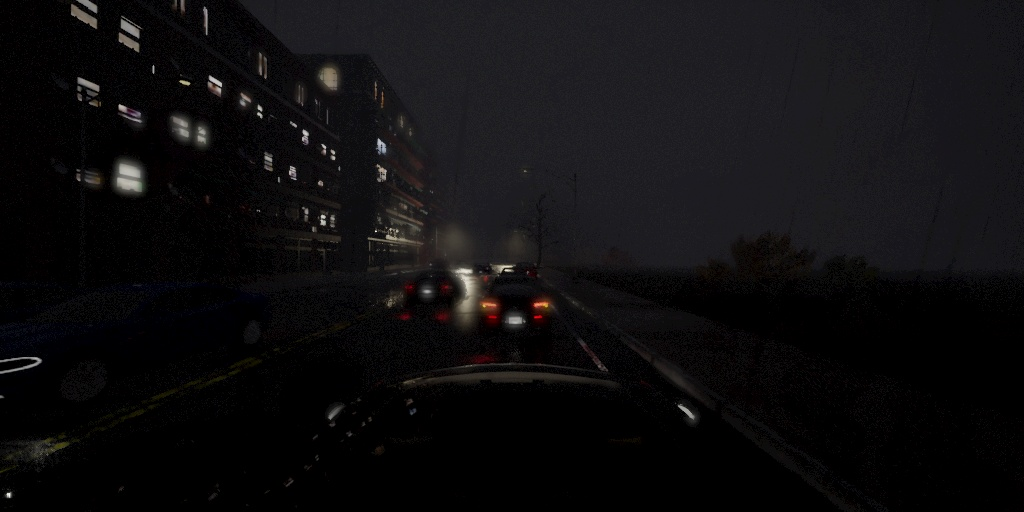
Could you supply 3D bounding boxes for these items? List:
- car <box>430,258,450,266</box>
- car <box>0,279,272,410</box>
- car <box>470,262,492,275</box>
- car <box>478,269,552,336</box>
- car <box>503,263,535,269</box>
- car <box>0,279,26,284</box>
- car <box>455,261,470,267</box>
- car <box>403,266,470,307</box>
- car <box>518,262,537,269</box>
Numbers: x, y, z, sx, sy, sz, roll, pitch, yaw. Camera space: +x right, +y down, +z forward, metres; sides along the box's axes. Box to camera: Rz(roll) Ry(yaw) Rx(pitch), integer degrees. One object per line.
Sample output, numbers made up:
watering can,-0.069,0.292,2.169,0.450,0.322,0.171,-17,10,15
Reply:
car,-9.931,1.108,49.427,2.097,1.767,4.553,0,0,0
car,-6.608,1.229,6.391,1.882,1.535,5.008,0,0,0
car,-3.216,1.357,39.901,1.895,1.301,4.718,0,0,0
car,0.076,1.278,10.306,1.812,1.442,4.674,0,0,0
car,0.068,1.318,20.474,1.994,1.385,4.181,0,0,0
car,-9.858,1.229,6.371,1.882,1.535,5.008,0,0,0
car,-6.681,1.319,49.408,1.994,1.385,4.181,0,0,0
car,-3.176,1.316,15.388,1.994,1.385,4.181,0,0,0
car,1.087,1.233,30.001,1.882,1.535,5.008,0,0,0
